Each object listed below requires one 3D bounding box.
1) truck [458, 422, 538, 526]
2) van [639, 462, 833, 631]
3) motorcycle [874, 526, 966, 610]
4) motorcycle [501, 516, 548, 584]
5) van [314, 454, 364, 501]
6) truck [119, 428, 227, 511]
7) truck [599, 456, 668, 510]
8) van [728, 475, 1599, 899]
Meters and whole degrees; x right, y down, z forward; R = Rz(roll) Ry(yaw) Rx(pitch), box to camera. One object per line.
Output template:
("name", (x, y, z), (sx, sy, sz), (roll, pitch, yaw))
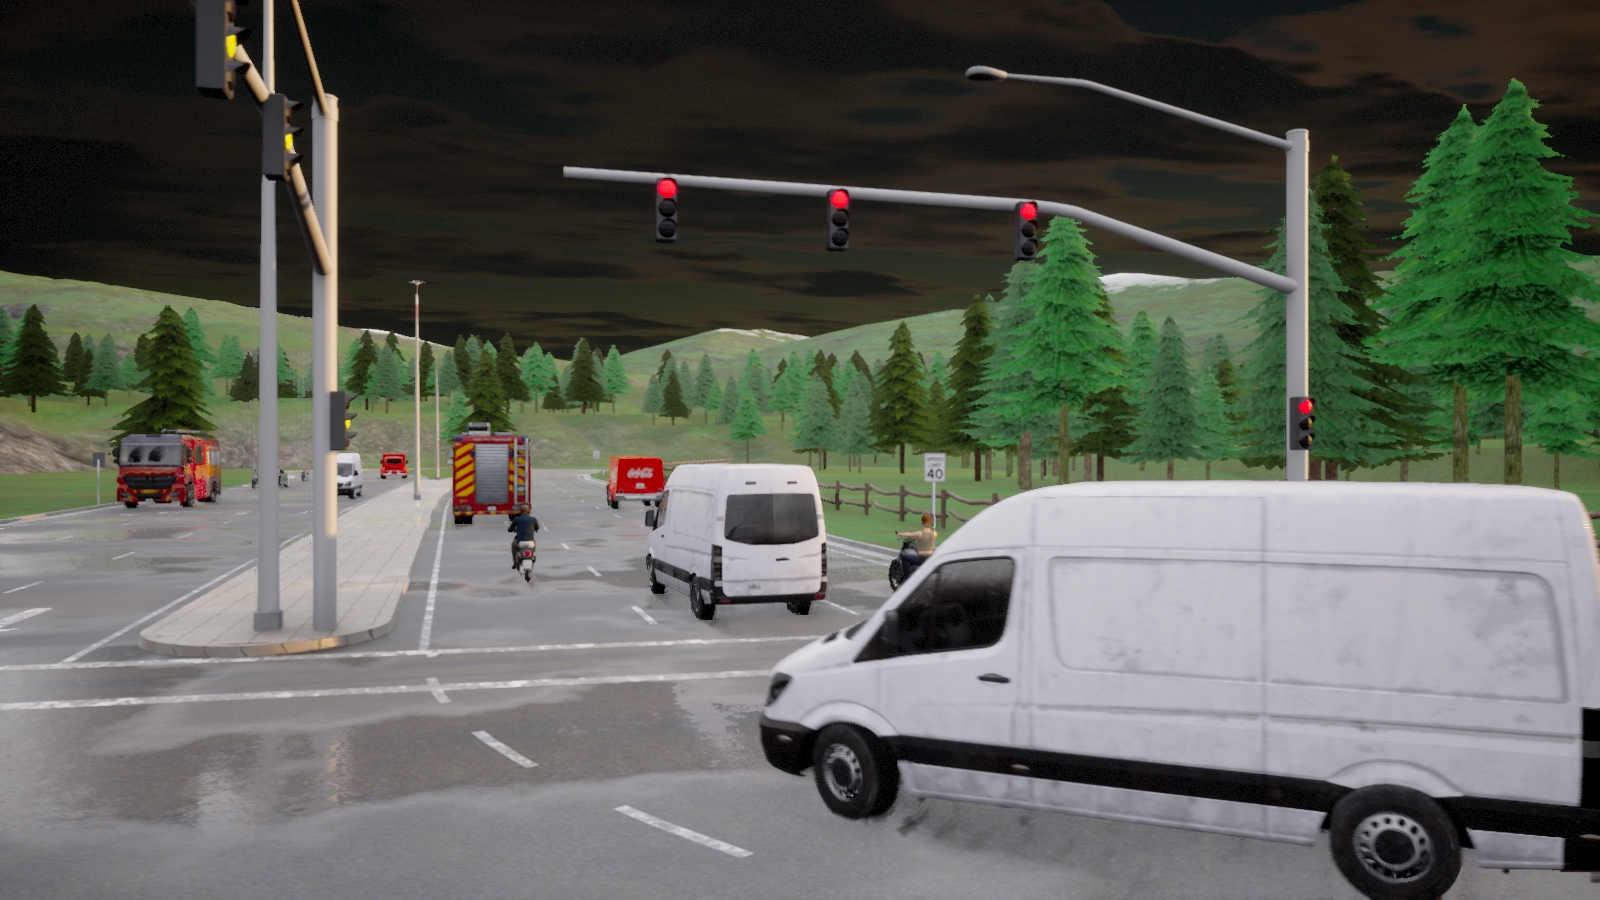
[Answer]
("truck", (-12.508, 0.892, 46.853), (2.891, 3.827, 8.468), (0, 0, -17))
("van", (-1.374, 1.533, 20.905), (1.988, 2.561, 5.915), (0, 0, -19))
("motorcycle", (2.194, 2.152, 21.254), (0.764, 1.307, 2.356), (1, 0, -19))
("motorcycle", (-6.021, 2.142, 24.904), (0.856, 1.316, 1.805), (0, 0, -18))
("van", (-26.717, 1.540, 66.357), (1.988, 2.561, 5.915), (0, 0, -15))
("truck", (-31.168, 0.898, 57.178), (2.891, 3.827, 8.468), (0, 0, -16))
("truck", (-8.217, 1.567, 56.071), (2.627, 2.467, 5.204), (0, 0, -17))
("van", (2.538, 1.532, 8.672), (5.915, 2.561, 1.988), (0, 1, 26))
